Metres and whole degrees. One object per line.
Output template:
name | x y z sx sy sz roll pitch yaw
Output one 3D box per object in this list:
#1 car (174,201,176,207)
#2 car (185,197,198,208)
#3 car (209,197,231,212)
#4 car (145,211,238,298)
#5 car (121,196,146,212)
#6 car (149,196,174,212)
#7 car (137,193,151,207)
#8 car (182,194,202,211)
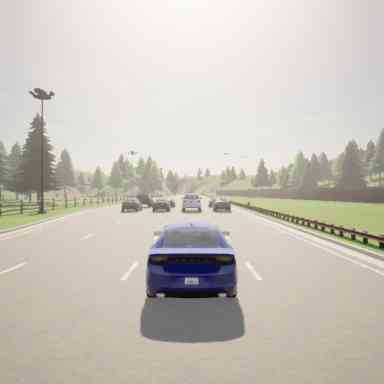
car | -3.553 1.564 49.580 1.994 1.385 4.181 0 0 0
car | -0.053 1.478 49.584 1.882 1.535 5.008 0 0 0
car | 3.458 1.491 39.168 2.128 1.511 4.902 0 0 0
car | -0.009 1.478 8.556 1.882 1.535 5.008 0 0 0
car | -7.042 1.505 39.157 1.837 1.490 4.892 0 0 0
car | -3.542 1.505 39.161 1.837 1.490 4.892 0 0 0
car | -7.053 1.221 49.607 2.150 2.045 5.566 0 0 0
car | -0.042 1.221 39.195 2.150 2.045 5.566 0 0 0
